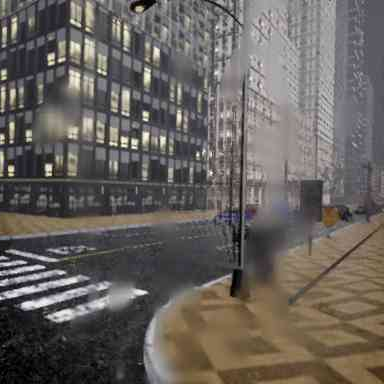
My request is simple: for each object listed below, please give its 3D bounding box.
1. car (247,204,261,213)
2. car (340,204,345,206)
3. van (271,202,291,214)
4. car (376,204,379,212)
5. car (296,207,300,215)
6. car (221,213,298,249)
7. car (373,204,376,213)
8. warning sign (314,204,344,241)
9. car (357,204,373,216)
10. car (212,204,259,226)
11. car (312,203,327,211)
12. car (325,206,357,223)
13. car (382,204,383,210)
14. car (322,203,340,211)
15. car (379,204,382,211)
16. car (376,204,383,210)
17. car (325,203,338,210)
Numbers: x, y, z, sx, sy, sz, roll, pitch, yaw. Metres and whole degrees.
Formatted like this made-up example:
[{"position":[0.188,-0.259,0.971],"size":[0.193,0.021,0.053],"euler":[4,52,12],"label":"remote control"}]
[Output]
[{"position":[5.753,2.034,35.215],"size":[1.967,1.590,4.097],"euler":[1,-1,33],"label":"car"},{"position":[21.721,2.484,49.014],"size":[2.097,1.767,4.553],"euler":[1,0,34],"label":"car"},{"position":[11.975,2.169,44.626],"size":[1.690,1.788,3.998],"euler":[1,-1,33],"label":"van"},{"position":[31.402,2.905,58.821],"size":[1.967,1.590,4.097],"euler":[1,-1,33],"label":"car"},{"position":[15.596,2.427,45.224],"size":[2.128,1.511,4.902],"euler":[1,-1,34],"label":"car"},{"position":[3.510,1.968,16.394],"size":[2.008,1.369,4.403],"euler":[1,-1,33],"label":"car"},{"position":[28.288,2.930,54.113],"size":[1.802,1.307,4.206],"euler":[1,-1,33],"label":"car"},{"position":[7.594,1.662,18.449],"size":[1.300,1.860,1.060],"euler":[2,1,33],"label":"warning sign"},{"position":[25.178,2.798,49.407],"size":[1.947,1.339,4.313],"euler":[1,-1,33],"label":"car"},{"position":[3.425,2.004,26.980],"size":[1.812,1.442,4.674],"euler":[1,0,34],"label":"car"},{"position":[24.412,2.874,63.443],"size":[1.802,1.307,4.206],"euler":[1,-1,33],"label":"car"},{"position":[15.845,2.449,35.288],"size":[1.947,1.339,4.313],"euler":[1,-1,33],"label":"car"},{"position":[40.733,3.378,72.938],"size":[1.947,1.339,4.313],"euler":[1,-1,33],"label":"car"},{"position":[15.954,2.267,40.220],"size":[2.097,1.767,4.553],"euler":[1,0,34],"label":"car"},{"position":[34.511,3.146,63.525],"size":[1.947,1.339,4.313],"euler":[1,-1,33],"label":"car"},{"position":[46.955,3.587,82.351],"size":[1.887,1.381,4.507],"euler":[1,-1,33],"label":"car"},{"position":[30.632,3.090,72.853],"size":[1.947,1.339,4.313],"euler":[1,-1,33],"label":"car"}]
